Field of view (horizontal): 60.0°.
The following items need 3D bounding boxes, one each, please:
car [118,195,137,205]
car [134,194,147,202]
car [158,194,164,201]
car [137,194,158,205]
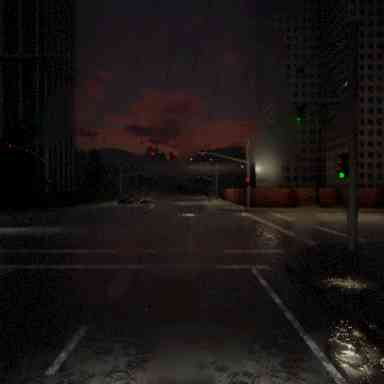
[{"bbox_3d":[-10.560,1.224,53.375,1.882,1.535,5.008,0,0,0],"label":"car"},{"bbox_3d":[-10.509,1.142,68.658,1.882,1.535,5.008,0,0,0],"label":"car"},{"bbox_3d":[-7.009,1.189,68.782,1.812,1.442,4.674,0,0,0],"label":"car"},{"bbox_3d":[-7.060,1.224,53.377,1.882,1.535,5.008,0,0,0],"label":"car"}]
